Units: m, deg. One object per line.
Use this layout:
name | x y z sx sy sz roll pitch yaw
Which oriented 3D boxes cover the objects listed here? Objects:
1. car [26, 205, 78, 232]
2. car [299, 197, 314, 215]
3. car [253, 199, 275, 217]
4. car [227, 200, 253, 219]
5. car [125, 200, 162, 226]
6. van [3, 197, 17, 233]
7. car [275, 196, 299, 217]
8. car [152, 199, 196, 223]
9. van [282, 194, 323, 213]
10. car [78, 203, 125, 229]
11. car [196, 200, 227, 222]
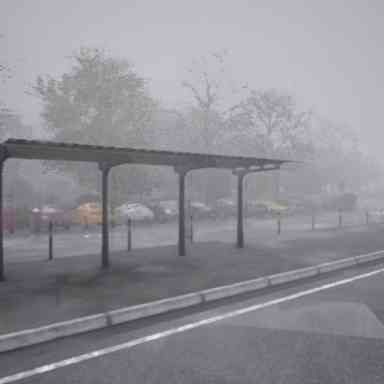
car | -8.868 1.518 20.373 2.002 1.452 4.674 0 0 -36
car | 9.178 1.480 33.313 2.163 1.488 4.792 0 0 -36
car | 4.661 1.485 30.084 2.163 1.488 4.792 0 0 -36
car | 2.425 1.460 28.442 2.231 1.521 4.892 0 0 -36
car | -4.351 1.510 23.603 2.002 1.452 4.674 0 0 -36
van | -11.195 1.257 18.856 1.878 1.987 4.442 0 0 -36
car | 7.044 1.450 31.522 1.946 1.575 5.366 0 0 -36
car | -2.113 1.340 25.244 2.185 1.767 4.553 0 0 -36
van | 11.519 1.222 34.806 1.878 1.987 4.442 0 0 -36
car | -6.607 1.473 21.986 2.097 1.535 5.008 0 0 -36
car | 0.160 1.462 26.838 2.097 1.535 5.008 0 0 -36
